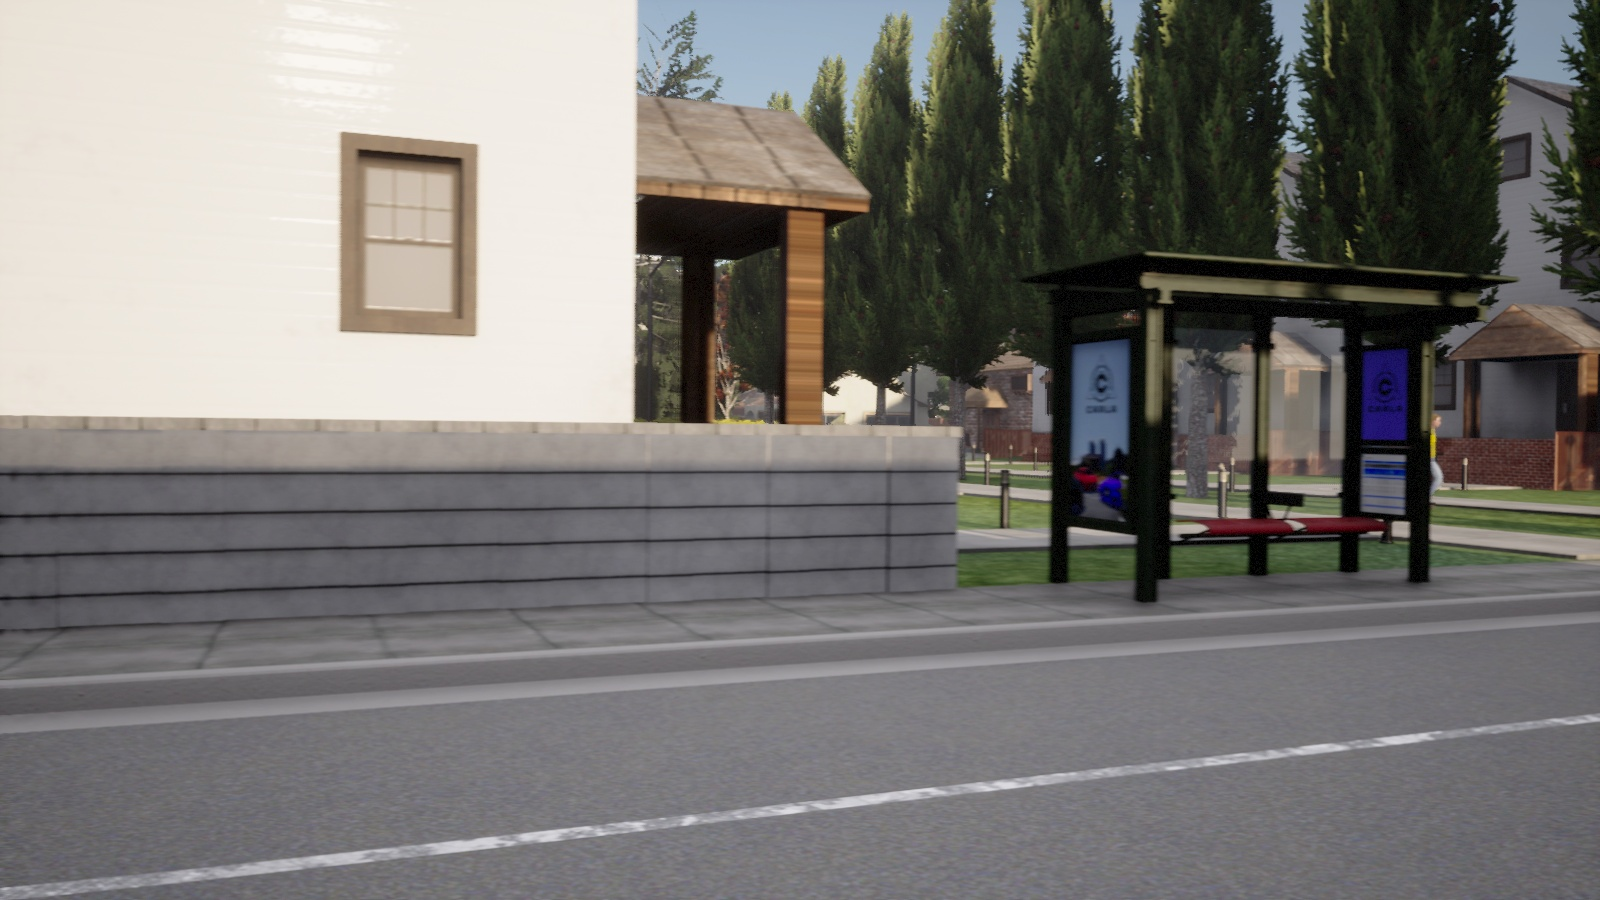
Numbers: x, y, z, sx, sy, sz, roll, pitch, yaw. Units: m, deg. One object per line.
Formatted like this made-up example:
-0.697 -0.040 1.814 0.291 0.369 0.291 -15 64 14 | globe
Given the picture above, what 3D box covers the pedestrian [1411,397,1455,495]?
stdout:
11.998 -0.075 23.812 0.706 1.836 0.354 0 1 32 | pedestrian
